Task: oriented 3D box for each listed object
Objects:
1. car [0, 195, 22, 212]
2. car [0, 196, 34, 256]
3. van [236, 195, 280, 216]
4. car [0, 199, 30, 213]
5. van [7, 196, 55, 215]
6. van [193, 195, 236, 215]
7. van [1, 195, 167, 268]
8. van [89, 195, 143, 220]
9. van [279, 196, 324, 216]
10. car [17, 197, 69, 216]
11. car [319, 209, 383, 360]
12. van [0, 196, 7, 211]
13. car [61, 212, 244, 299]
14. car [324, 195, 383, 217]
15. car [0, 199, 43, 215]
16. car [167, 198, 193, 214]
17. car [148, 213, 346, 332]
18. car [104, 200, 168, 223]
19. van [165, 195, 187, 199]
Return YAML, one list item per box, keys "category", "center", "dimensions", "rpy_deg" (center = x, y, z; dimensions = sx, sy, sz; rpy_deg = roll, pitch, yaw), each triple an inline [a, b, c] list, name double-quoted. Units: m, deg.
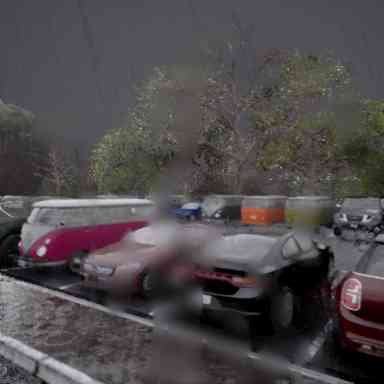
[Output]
- category: "car"
  center: [-24.655, 1.485, 41.659]
  dimensions: [2.435, 2.045, 5.566]
  rpy_deg: [-1, -1, 35]
- category: "car"
  center: [-5.187, 1.168, 11.898]
  dimensions: [2.435, 2.045, 5.566]
  rpy_deg: [0, 0, 35]
- category: "van"
  center: [4.795, 1.211, 20.969]
  dimensions: [1.878, 1.987, 4.442]
  rpy_deg: [0, 0, 35]
- category: "car"
  center: [-22.514, 1.700, 39.887]
  dimensions: [1.946, 1.575, 5.366]
  rpy_deg: [-1, 0, 35]
- category: "van"
  center: [-17.818, 1.421, 36.940]
  dimensions: [1.878, 1.987, 4.442]
  rpy_deg: [-1, 0, 35]
- category: "van"
  center: [2.289, 1.192, 22.454]
  dimensions: [1.878, 1.987, 4.442]
  rpy_deg: [0, 0, 35]
- category: "van"
  center: [-3.003, 1.211, 10.178]
  dimensions: [1.878, 1.987, 4.442]
  rpy_deg: [0, 0, 35]
- category: "van"
  center: [-6.505, 1.285, 28.950]
  dimensions: [1.878, 1.987, 4.442]
  rpy_deg: [-1, 0, 35]
- category: "van"
  center: [6.956, 1.227, 19.444]
  dimensions: [1.878, 1.987, 4.442]
  rpy_deg: [0, 0, 35]
- category: "car"
  center: [-15.641, 1.494, 35.221]
  dimensions: [2.185, 1.767, 4.553]
  rpy_deg: [-1, 0, 35]
- category: "car"
  center: [3.849, 1.363, 5.444]
  dimensions: [2.185, 1.767, 4.553]
  rpy_deg: [0, 0, 35]
- category: "van"
  center: [-26.965, 1.556, 43.401]
  dimensions: [1.878, 1.987, 4.442]
  rpy_deg: [-1, -1, 35]
- category: "car"
  center: [-0.667, 1.494, 8.675]
  dimensions: [2.002, 1.452, 4.674]
  rpy_deg: [0, 0, 35]
- category: "car"
  center: [9.135, 1.219, 17.727]
  dimensions: [2.435, 2.045, 5.566]
  rpy_deg: [0, 0, 35]
- category: "car"
  center: [-20.151, 1.675, 38.436]
  dimensions: [2.231, 1.521, 4.892]
  rpy_deg: [-1, 0, 35]
- category: "car"
  center: [0.220, 1.429, 24.064]
  dimensions: [2.097, 1.535, 5.008]
  rpy_deg: [-1, 0, 35]
- category: "car"
  center: [1.596, 1.471, 7.067]
  dimensions: [2.097, 1.535, 5.008]
  rpy_deg: [0, 0, 35]
- category: "car"
  center: [-4.413, 1.480, 27.104]
  dimensions: [1.946, 1.575, 5.366]
  rpy_deg: [-1, 0, 35]
- category: "van"
  center: [-2.115, 1.230, 25.564]
  dimensions: [1.878, 1.987, 4.442]
  rpy_deg: [-1, 0, 35]
